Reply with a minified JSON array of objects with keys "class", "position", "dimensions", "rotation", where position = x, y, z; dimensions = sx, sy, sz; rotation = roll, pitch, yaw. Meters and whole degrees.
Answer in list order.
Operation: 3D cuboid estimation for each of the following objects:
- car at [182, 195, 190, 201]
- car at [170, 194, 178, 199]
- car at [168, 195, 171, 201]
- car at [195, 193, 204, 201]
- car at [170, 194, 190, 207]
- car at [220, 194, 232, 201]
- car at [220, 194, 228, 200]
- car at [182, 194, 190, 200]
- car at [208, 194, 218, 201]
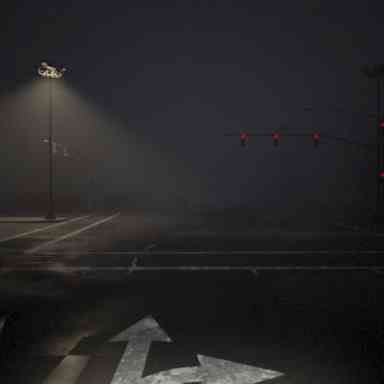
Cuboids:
[{"class":"car","position":[-1.569,1.558,83.851],"dimensions":[1.895,1.301,4.718],"rotation":[0,0,0]},{"class":"car","position":[-5.016,1.350,93.012],"dimensions":[1.994,1.385,4.181],"rotation":[0,0,0]},{"class":"car","position":[-5.067,1.463,84.258],"dimensions":[1.837,1.490,4.892],"rotation":[0,0,0]},{"class":"car","position":[1.928,1.187,83.414],"dimensions":[2.150,2.045,5.566],"rotation":[0,0,0]},{"class":"car","position":[-1.755,1.473,51.959],"dimensions":[2.128,1.511,4.902],"rotation":[0,0,0]},{"class":"car","position":[8.928,1.502,83.343],"dimensions":[2.033,1.411,5.357],"rotation":[0,0,0]},{"class":"car","position":[8.984,1.322,92.930],"dimensions":[1.812,1.442,4.674],"rotation":[0,0,0]},{"class":"car","position":[-1.516,1.323,92.991],"dimensions":[2.128,1.511,4.902],"rotation":[0,0,0]},{"class":"car","position":[5.433,1.558,84.227],"dimensions":[1.895,1.301,4.718],"rotation":[0,0,0]}]
